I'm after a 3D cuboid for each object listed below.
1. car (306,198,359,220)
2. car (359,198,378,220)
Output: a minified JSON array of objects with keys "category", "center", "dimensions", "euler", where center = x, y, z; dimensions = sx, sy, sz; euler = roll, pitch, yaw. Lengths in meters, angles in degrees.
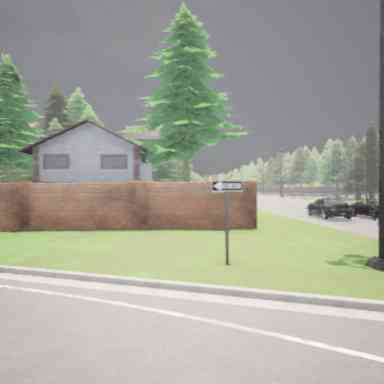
[{"category":"car","center":[10.097,1.217,24.844],"dimensions":[1.837,1.490,4.892],"euler":[0,1,-2]},{"category":"car","center":[13.600,1.184,24.854],"dimensions":[2.128,1.511,4.902],"euler":[0,1,-2]}]
